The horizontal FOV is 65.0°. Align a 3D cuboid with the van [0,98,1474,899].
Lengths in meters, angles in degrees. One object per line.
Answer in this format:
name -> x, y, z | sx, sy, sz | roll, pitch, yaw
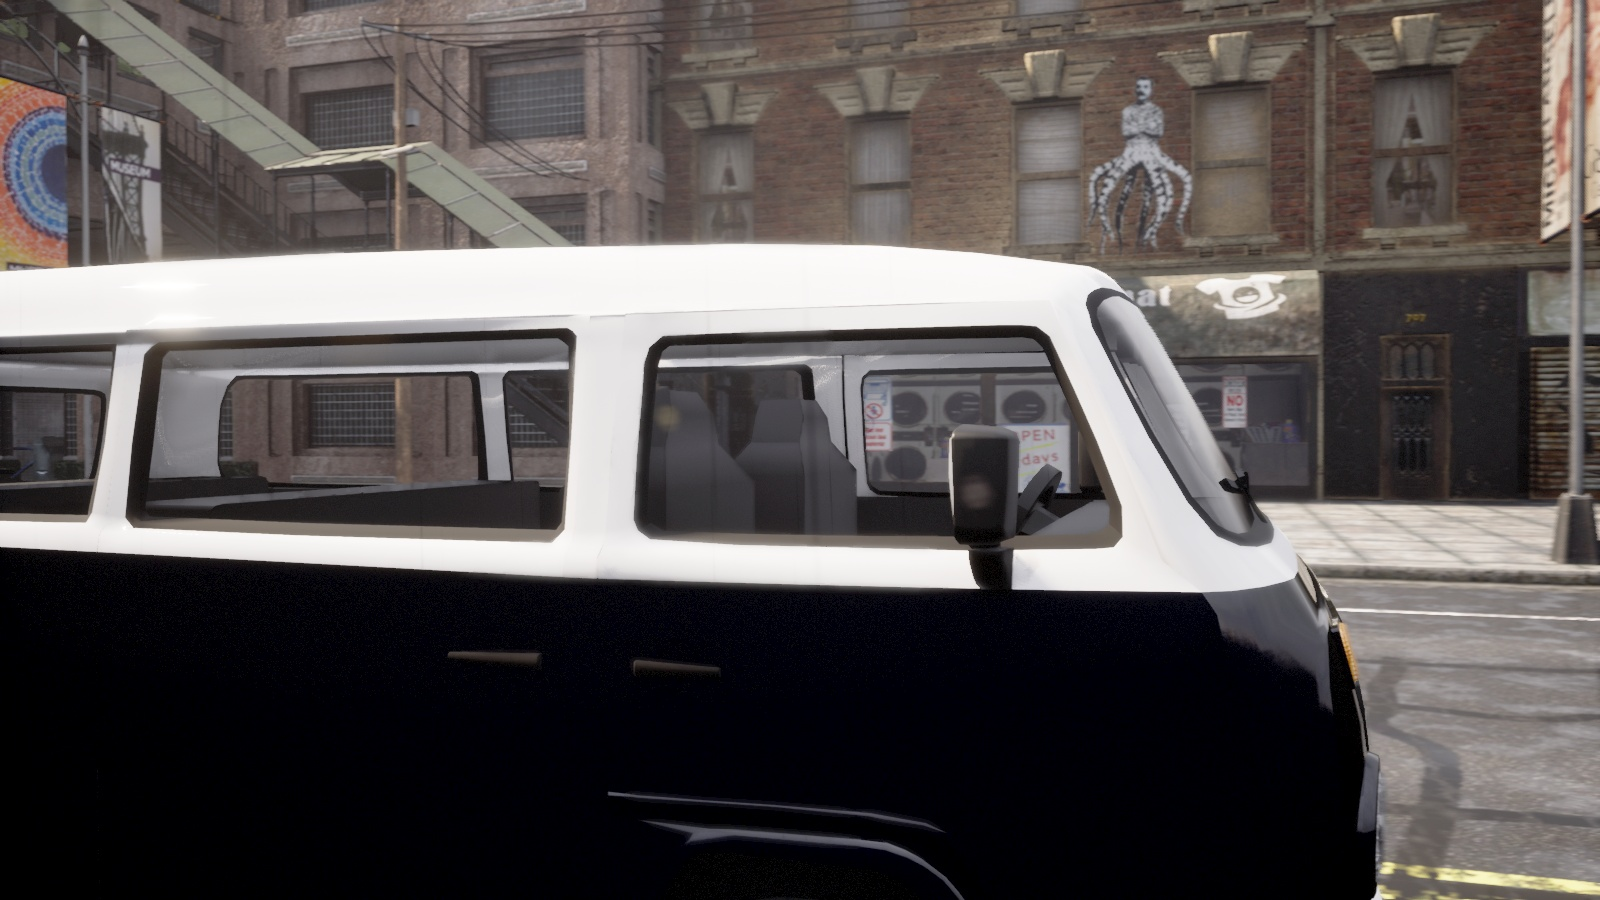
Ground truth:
van -> -0.850, 0.491, 3.475 | 4.480, 2.038, 2.069 | 1, 1, 19
